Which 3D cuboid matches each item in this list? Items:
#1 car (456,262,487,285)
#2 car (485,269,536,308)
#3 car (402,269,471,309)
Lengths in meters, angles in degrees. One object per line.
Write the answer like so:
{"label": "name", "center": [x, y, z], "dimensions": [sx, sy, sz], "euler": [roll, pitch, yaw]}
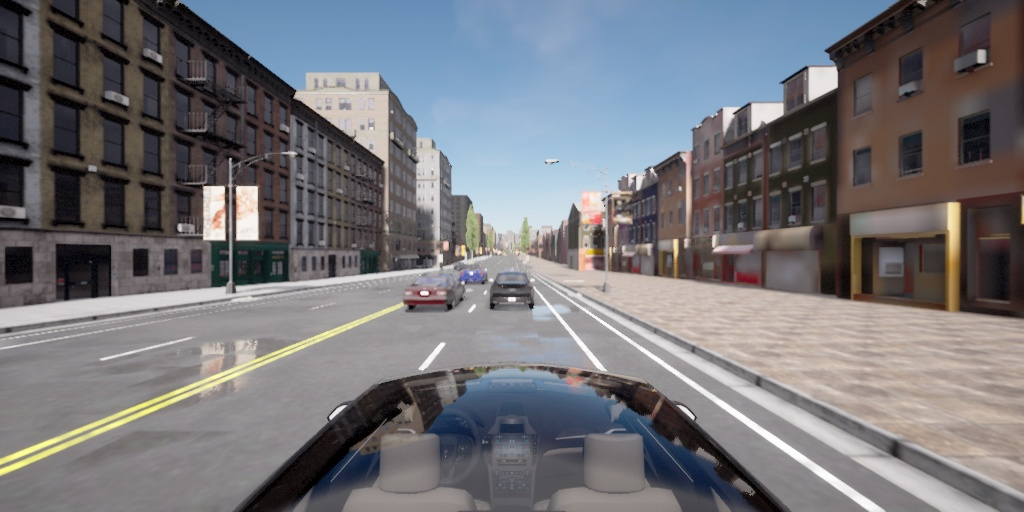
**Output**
{"label": "car", "center": [-3.251, 1.483, 30.925], "dimensions": [2.097, 1.767, 4.553], "euler": [0, -1, 0]}
{"label": "car", "center": [0.002, 1.424, 16.150], "dimensions": [1.837, 1.490, 4.892], "euler": [0, 0, 0]}
{"label": "car", "center": [-3.251, 1.459, 15.830], "dimensions": [2.033, 1.411, 5.357], "euler": [0, -1, 0]}
